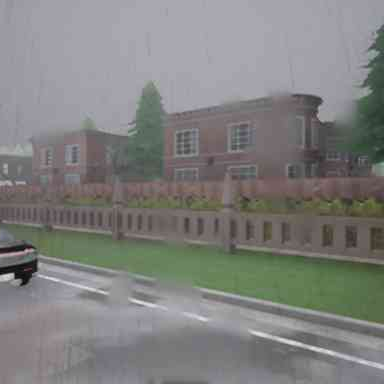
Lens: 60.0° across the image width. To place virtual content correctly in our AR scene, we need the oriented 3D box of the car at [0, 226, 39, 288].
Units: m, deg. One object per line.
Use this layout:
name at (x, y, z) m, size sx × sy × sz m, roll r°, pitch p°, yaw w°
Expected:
car at (-5.671, 1.492, 8.039) m, size 4.902 × 1.511 × 2.128 m, roll 0°, pitch 0°, yaw 36°
